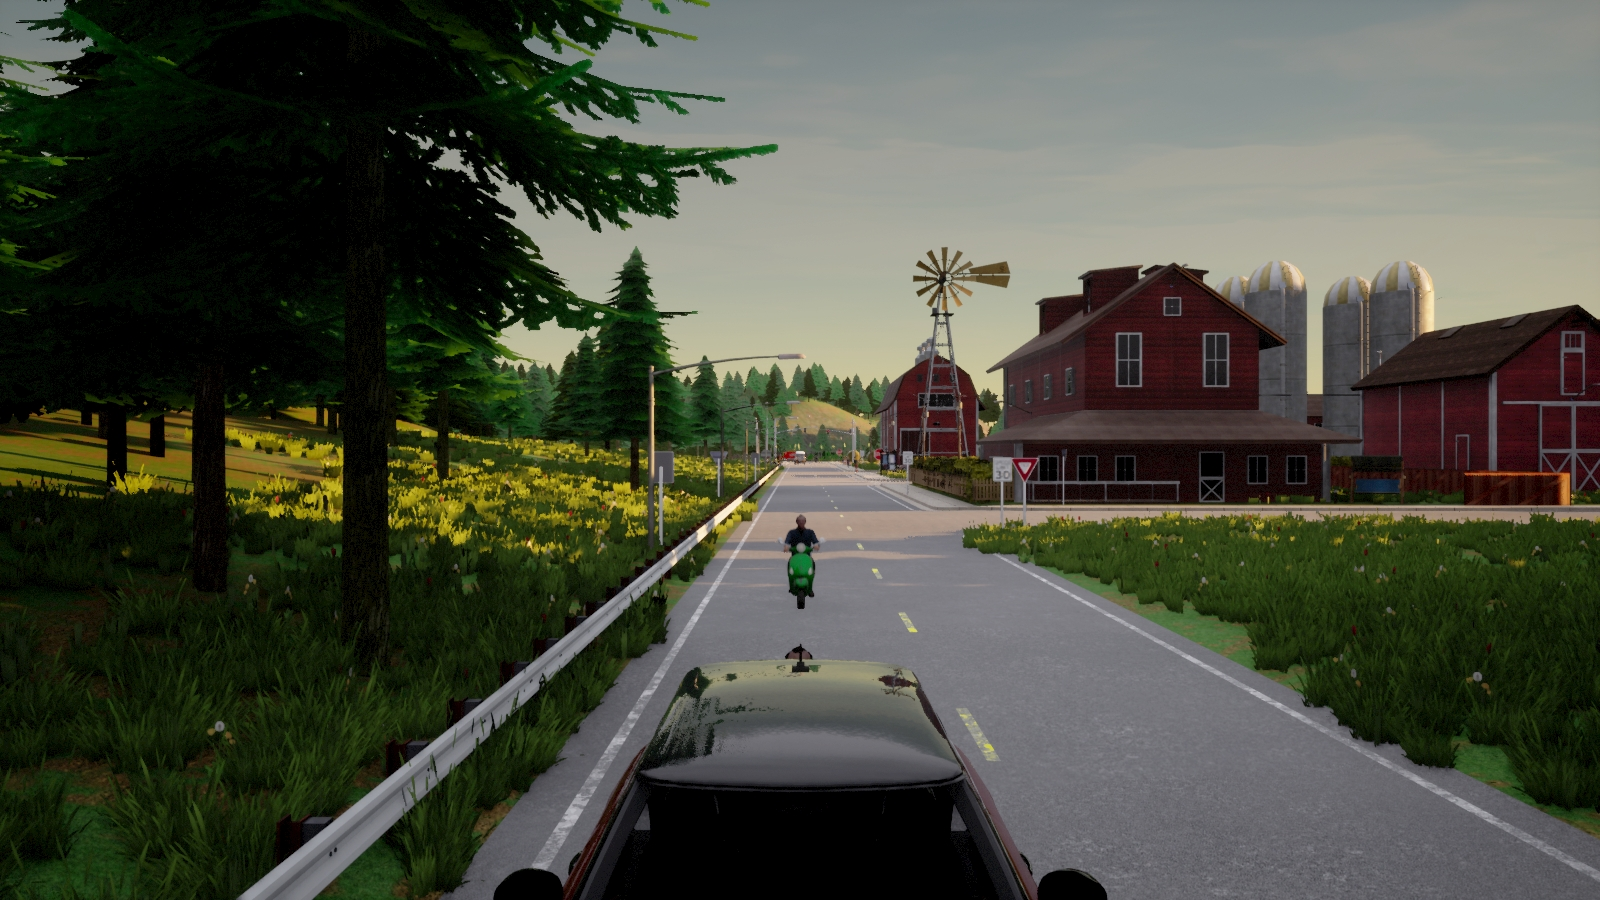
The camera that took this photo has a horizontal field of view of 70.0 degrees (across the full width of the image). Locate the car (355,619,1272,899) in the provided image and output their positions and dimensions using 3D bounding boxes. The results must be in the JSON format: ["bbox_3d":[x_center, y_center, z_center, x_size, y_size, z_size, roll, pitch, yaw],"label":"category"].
[{"bbox_3d":[0.032,1.899,4.503,2.097,1.767,4.553,0,0,0],"label":"car"}]

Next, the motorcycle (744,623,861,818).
[{"bbox_3d":[0.014,2.230,9.842,0.867,1.251,2.209,-1,-3,0],"label":"motorcycle"}]
